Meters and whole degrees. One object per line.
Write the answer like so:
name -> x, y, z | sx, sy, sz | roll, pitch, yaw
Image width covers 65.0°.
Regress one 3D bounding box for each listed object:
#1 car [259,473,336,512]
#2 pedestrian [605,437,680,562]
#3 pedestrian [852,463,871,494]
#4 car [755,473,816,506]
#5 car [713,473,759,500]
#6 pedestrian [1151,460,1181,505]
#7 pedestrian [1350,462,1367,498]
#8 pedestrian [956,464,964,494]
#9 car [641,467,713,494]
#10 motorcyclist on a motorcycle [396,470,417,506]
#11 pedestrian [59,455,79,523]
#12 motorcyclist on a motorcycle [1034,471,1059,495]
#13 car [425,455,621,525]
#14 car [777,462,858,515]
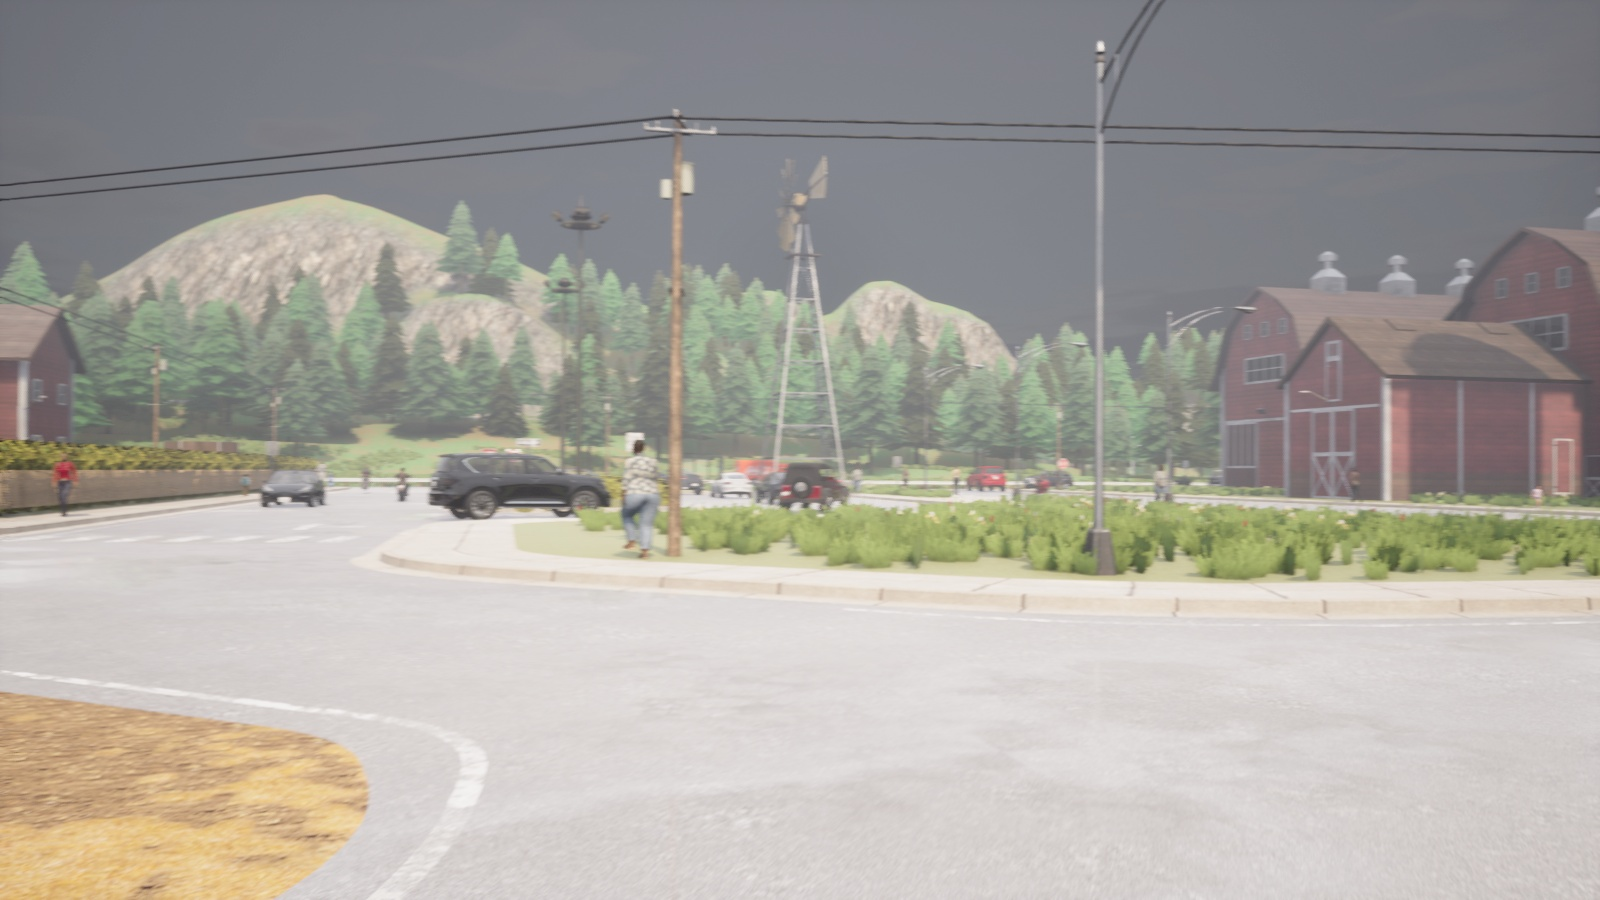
car -> -20.122, 1.680, 50.466 | 2.163, 1.488, 4.792 | 0, -1, -13
pedestrian -> -2.433, 0.750, 19.341 | 0.874, 1.855, 0.900 | 0, -1, -29
pedestrian -> 3.744, 1.752, 76.657 | 0.874, 1.855, 0.900 | 0, -1, -18
car -> -0.751, 1.815, 59.151 | 1.837, 1.490, 4.892 | 0, -1, -13
car -> -3.688, 2.045, 71.477 | 1.812, 1.442, 4.674 | 0, -1, -13
pedestrian -> 15.291, 1.340, 52.507 | 0.874, 1.855, 0.900 | 0, -1, -15
pedestrian -> 28.464, 1.522, 64.011 | 0.328, 1.805, 0.869 | 0, -1, -12
pedestrian -> 9.657, 1.737, 75.852 | 0.345, 1.836, 0.594 | 0, -1, -3
car -> -7.908, 1.952, 80.450 | 2.152, 1.651, 5.027 | 1, -1, -39
motorcyclist on a motorcycle -> -18.657, 1.784, 59.626 | 0.766, 1.649, 2.350 | 0, -1, -13
pedestrian -> -20.069, 1.067, 34.498 | 0.331, 1.846, 0.636 | 0, -1, -18
motorcyclist on a motorcycle -> 16.386, 2.187, 83.518 | 0.797, 1.523, 2.044 | 0, -1, -14
car -> -8.581, 1.199, 39.078 | 5.566, 2.045, 2.150 | 0, -1, -31
car -> 0.707, 1.406, 47.286 | 1.905, 1.878, 3.866 | 0, -1, 20
